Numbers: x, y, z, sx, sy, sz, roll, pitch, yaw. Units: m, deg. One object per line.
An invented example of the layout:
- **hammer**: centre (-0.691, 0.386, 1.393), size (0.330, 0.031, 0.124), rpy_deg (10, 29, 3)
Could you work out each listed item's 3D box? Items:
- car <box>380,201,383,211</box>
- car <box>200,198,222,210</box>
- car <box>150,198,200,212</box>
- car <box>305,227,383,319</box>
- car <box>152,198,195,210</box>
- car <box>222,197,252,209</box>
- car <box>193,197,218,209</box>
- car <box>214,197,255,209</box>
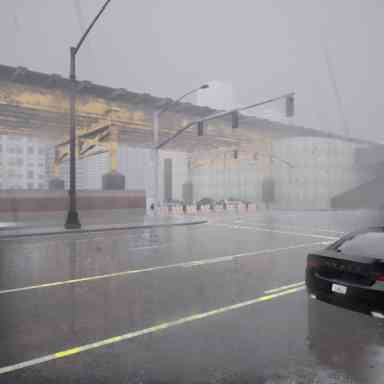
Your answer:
- **car**: centre (24.243, 1.491, 39.771), size (4.902, 1.511, 2.128), rpy_deg (0, 0, -37)
- **car**: centre (1.712, 1.453, 39.957), size (2.038, 1.542, 4.974), rpy_deg (0, 0, 18)
- **car**: centre (-2.010, 1.453, 37.240), size (4.974, 1.542, 2.038), rpy_deg (0, 0, 8)
- **car**: centre (4.486, 1.478, 7.043), size (5.008, 1.535, 1.882), rpy_deg (0, 0, -36)
- **car**: centre (-2.061, 1.295, 37.246), size (4.536, 1.218, 1.853), rpy_deg (0, 0, 8)
- **car**: centre (5.538, 1.295, 43.743), size (4.536, 1.218, 1.853), rpy_deg (0, 0, -7)
- **car**: centre (1.727, 1.295, 40.006), size (1.853, 1.218, 4.536), rpy_deg (0, 0, 18)
- **car**: centre (5.590, 1.453, 43.750), size (4.974, 1.542, 2.038), rpy_deg (0, 0, -7)
